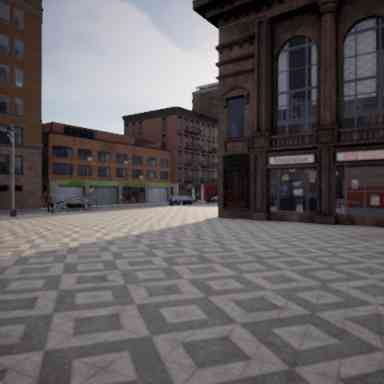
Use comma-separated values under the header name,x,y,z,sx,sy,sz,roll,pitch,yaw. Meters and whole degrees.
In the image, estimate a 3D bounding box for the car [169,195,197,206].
name,x,y,z,sx,sy,sz,roll,pitch,yaw
car,-1.497,1.280,51.873,2.097,1.767,4.553,0,0,36

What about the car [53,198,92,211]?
name,x,y,z,sx,sy,sz,roll,pitch,yaw
car,-14.214,1.432,39.617,2.128,1.511,4.902,0,0,36

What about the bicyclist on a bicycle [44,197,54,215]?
name,x,y,z,sx,sy,sz,roll,pitch,yaw
bicyclist on a bicycle,-13.137,1.265,30.455,1.656,1.620,0.582,0,0,36

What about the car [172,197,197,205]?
name,x,y,z,sx,sy,sz,roll,pitch,yaw
car,-1.240,1.516,57.447,1.895,1.301,4.718,0,0,36

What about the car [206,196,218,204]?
name,x,y,z,sx,sy,sz,roll,pitch,yaw
car,4.324,1.422,60.028,1.837,1.490,4.892,0,0,36
